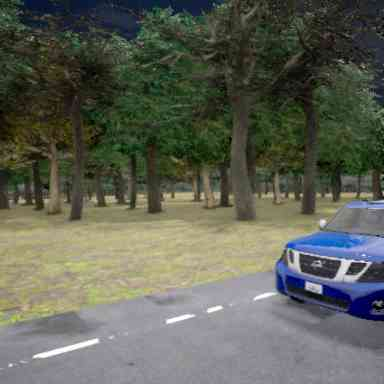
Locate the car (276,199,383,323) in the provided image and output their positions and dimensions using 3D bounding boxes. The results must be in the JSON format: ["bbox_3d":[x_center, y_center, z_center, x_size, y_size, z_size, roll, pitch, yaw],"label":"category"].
[{"bbox_3d":[4.221,1.186,7.003,5.566,2.045,2.150,0,0,-35],"label":"car"}]
